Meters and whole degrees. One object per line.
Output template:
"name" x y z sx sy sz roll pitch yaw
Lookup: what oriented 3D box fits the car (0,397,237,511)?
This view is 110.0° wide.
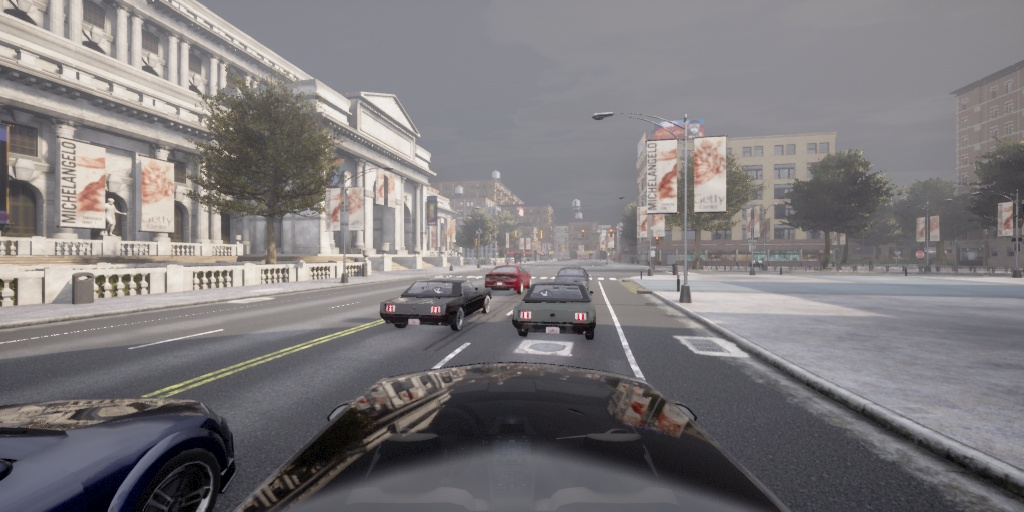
"car" -3.156 1.314 1.114 1.994 1.385 4.181 0 0 -1

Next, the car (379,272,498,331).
"car" -2.009 1.351 11.102 1.895 1.301 4.718 0 0 11

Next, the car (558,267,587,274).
"car" 3.279 1.297 19.436 2.033 1.411 5.357 0 0 12

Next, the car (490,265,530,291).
"car" -0.114 1.228 20.251 1.882 1.535 5.008 0 0 12

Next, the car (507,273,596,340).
"car" 1.335 1.351 10.088 1.895 1.301 4.718 0 0 11
